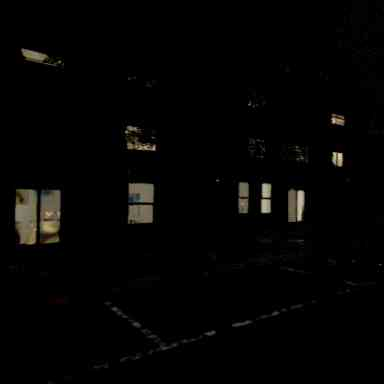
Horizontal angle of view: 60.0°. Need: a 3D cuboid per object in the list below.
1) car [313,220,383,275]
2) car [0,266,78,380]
[{"bbox_3d":[5.699,1.592,10.559,4.313,1.339,1.947,0,1,-35],"label":"car"},{"bbox_3d":[-3.564,1.581,3.960,4.206,1.307,1.802,0,1,-35],"label":"car"}]
